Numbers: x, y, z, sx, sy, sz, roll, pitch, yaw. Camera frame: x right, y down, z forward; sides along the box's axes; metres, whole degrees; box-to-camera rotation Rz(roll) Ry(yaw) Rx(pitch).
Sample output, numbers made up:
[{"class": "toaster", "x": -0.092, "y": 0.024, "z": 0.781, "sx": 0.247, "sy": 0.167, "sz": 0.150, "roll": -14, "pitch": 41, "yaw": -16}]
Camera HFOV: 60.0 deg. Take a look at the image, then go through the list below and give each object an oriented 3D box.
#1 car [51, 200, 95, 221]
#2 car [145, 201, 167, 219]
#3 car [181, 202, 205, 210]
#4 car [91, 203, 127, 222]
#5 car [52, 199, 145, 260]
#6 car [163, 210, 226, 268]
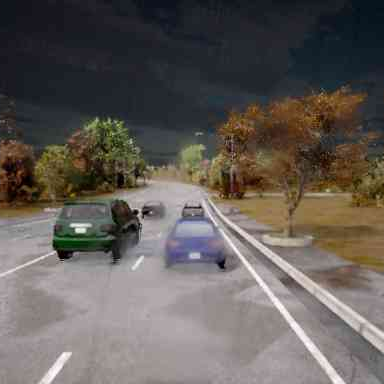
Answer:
[{"class": "car", "x": -10.600, "y": 1.572, "z": 30.068, "sx": 2.128, "sy": 1.511, "sz": 4.902, "roll": 0, "pitch": 1, "yaw": 0}, {"class": "car", "x": -3.408, "y": 1.550, "z": 30.523, "sx": 1.882, "sy": 1.535, "sz": 5.008, "roll": 0, "pitch": 1, "yaw": 0}, {"class": "car", "x": 0.090, "y": 1.588, "z": 29.091, "sx": 2.128, "sy": 1.511, "sz": 4.902, "roll": 0, "pitch": 1, "yaw": 0}, {"class": "car", "x": -7.103, "y": 1.699, "z": 28.989, "sx": 1.895, "sy": 1.301, "sz": 4.718, "roll": 0, "pitch": 1, "yaw": 0}, {"class": "car", "x": -3.407, "y": 1.283, "z": 12.866, "sx": 2.150, "sy": 2.045, "sz": 5.566, "roll": 0, "pitch": 0, "yaw": 0}, {"class": "car", "x": 0.087, "y": 1.581, "z": 11.385, "sx": 1.812, "sy": 1.442, "sz": 4.674, "roll": 0, "pitch": 0, "yaw": 0}]
